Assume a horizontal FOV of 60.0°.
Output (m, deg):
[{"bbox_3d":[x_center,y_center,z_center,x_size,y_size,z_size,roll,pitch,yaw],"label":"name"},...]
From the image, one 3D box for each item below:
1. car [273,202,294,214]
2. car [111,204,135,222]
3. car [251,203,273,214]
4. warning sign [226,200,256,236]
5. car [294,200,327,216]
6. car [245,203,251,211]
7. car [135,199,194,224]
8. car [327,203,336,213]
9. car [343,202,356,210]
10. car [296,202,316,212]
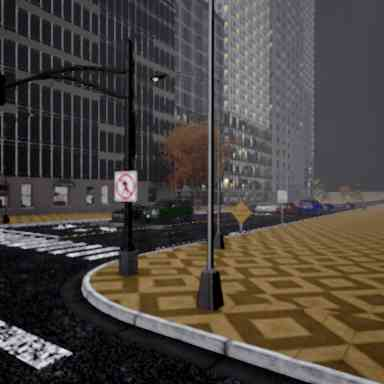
[{"bbox_3d":[13.522,2.169,46.595,2.097,1.767,4.553,0,-1,33],"label":"car"},{"bbox_3d":[-5.139,1.872,29.961,1.837,1.490,4.892,0,-1,33],"label":"car"},{"bbox_3d":[10.784,2.334,48.522,1.812,1.442,4.674,0,-1,33],"label":"car"},{"bbox_3d":[2.792,1.435,18.801,1.300,1.860,1.060,1,1,33],"label":"warning sign"},{"bbox_3d":[15.843,2.037,44.226,2.150,2.045,5.566,0,-1,35],"label":"car"},{"bbox_3d":[9.211,2.382,52.044,2.033,1.411,5.357,0,-1,33],"label":"car"},{"bbox_3d":[-1.996,1.613,28.836,2.150,2.045,5.566,0,-1,33],"label":"car"},{"bbox_3d":[21.597,2.528,53.196,1.812,1.442,4.674,0,-1,33],"label":"car"},{"bbox_3d":[31.189,2.808,65.948,1.812,1.442,4.674,0,-1,33],"label":"car"},{"bbox_3d":[18.868,2.469,54.960,1.882,1.535,5.008,0,-1,33],"label":"car"}]
